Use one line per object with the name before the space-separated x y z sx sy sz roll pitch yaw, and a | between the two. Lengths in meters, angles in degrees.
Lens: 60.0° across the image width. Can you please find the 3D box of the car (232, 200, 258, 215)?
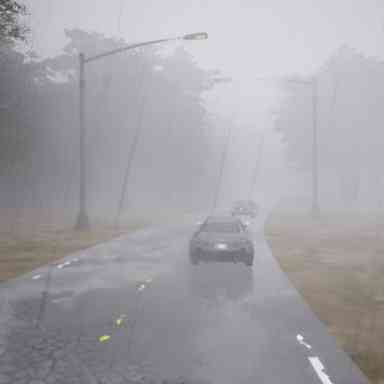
car | 4.477 1.342 28.001 2.033 1.411 5.357 0 1 16

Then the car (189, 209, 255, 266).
car | 1.071 1.525 11.572 1.994 1.385 4.181 0 0 7
